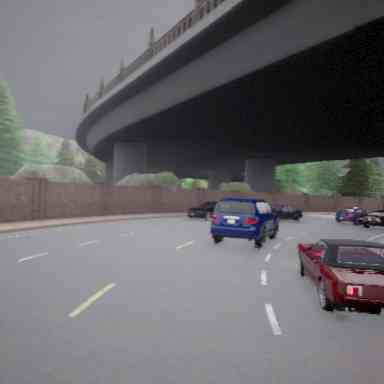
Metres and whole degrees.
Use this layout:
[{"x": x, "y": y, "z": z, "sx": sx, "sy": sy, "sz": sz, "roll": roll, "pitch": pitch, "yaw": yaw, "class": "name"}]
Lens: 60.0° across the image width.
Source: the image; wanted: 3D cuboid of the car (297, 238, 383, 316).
[{"x": 3.709, "y": 1.752, "z": 7.785, "sx": 1.895, "sy": 1.301, "sz": 4.718, "roll": 3, "pitch": 0, "yaw": 9, "class": "car"}]

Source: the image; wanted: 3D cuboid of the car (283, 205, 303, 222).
[{"x": 7.611, "y": 1.837, "z": 28.934, "sx": 5.357, "sy": 1.411, "sz": 2.033, "roll": 2, "pitch": 0, "yaw": -43, "class": "car"}]

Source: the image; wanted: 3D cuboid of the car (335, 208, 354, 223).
[{"x": 14.684, "y": 2.130, "z": 29.720, "sx": 4.674, "sy": 1.442, "sz": 1.812, "roll": 2, "pitch": 0, "yaw": -35, "class": "car"}]

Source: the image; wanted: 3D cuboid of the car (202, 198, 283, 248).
[{"x": 2.642, "y": 1.312, "z": 15.776, "sx": 2.150, "sy": 2.045, "sz": 5.566, "roll": 2, "pitch": 0, "yaw": 23, "class": "car"}]

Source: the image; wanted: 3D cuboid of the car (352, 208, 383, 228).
[{"x": 15.239, "y": 2.183, "z": 26.127, "sx": 5.357, "sy": 1.411, "sz": 2.033, "roll": 2, "pitch": 0, "yaw": -35, "class": "car"}]

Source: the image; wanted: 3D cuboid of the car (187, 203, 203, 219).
[{"x": 1.660, "y": 1.504, "z": 27.421, "sx": 1.882, "sy": 1.535, "sz": 5.008, "roll": 2, "pitch": 0, "yaw": 40, "class": "car"}]
